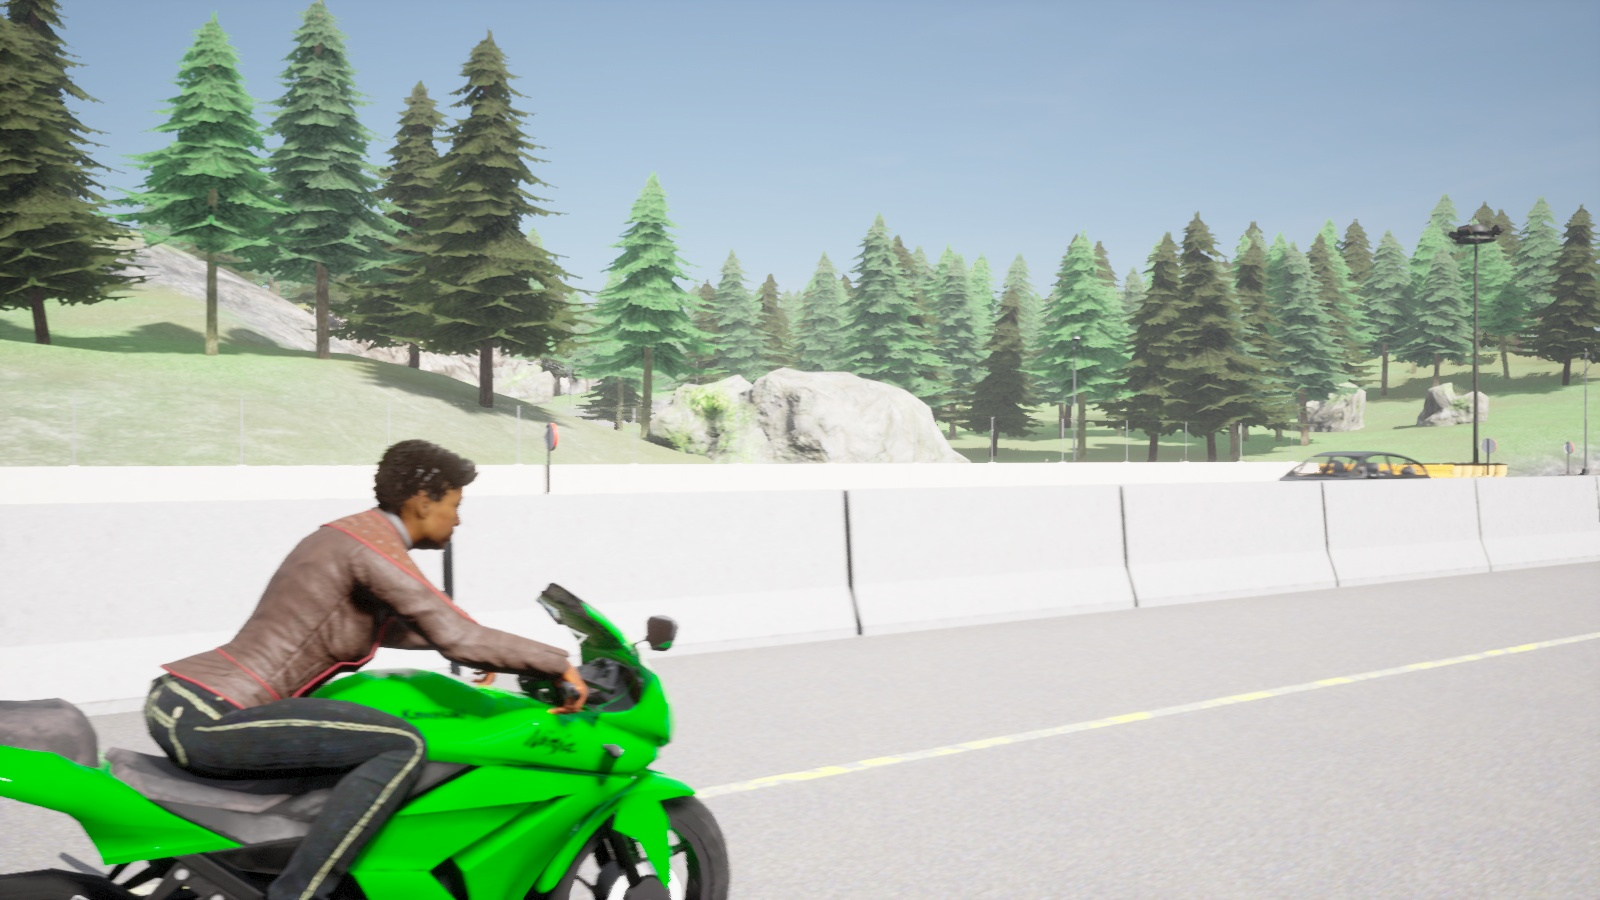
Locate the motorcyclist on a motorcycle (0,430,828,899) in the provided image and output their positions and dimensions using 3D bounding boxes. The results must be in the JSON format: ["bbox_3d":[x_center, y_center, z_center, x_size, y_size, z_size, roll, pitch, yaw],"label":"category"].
[{"bbox_3d":[-0.999,0.735,2.963,2.044,1.523,0.797,1,-1,-35],"label":"motorcyclist on a motorcycle"}]

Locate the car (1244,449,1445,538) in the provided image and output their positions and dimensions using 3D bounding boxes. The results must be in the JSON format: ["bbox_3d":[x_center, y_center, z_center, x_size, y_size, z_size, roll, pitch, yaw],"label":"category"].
[{"bbox_3d":[10.252,0.758,23.588,3.705,1.549,1.789,0,0,-35],"label":"car"}]
